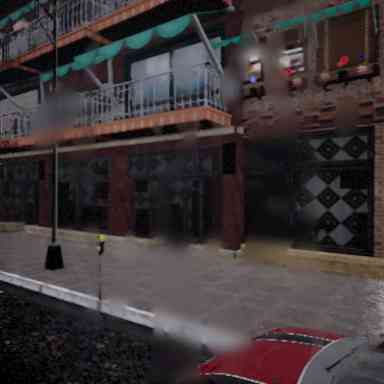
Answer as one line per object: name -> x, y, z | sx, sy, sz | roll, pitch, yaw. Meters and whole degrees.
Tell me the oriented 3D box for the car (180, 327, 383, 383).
car -> 1.628, 1.440, 1.705 | 4.097, 1.590, 1.967 | 0, 0, 36
